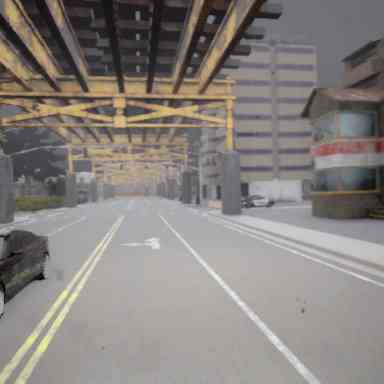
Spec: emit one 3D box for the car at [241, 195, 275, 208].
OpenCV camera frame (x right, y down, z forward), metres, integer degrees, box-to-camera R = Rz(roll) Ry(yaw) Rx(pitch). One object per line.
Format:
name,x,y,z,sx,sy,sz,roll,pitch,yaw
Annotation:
car,7.336,1.139,39.276,4.974,1.542,2.038,-2,0,-29

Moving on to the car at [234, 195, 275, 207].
car,7.376,0.980,39.300,4.536,1.218,1.853,-2,0,-29

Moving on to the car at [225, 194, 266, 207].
car,7.000,1.133,43.434,4.974,1.542,2.038,-1,0,16

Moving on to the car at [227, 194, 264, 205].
car,7.046,0.974,43.419,4.536,1.218,1.853,-1,0,16

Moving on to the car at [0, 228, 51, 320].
car,-4.613,1.603,7.348,1.882,1.535,5.008,-2,0,-9
